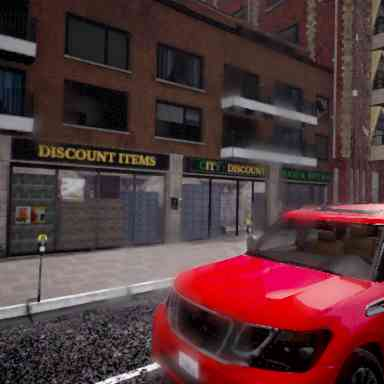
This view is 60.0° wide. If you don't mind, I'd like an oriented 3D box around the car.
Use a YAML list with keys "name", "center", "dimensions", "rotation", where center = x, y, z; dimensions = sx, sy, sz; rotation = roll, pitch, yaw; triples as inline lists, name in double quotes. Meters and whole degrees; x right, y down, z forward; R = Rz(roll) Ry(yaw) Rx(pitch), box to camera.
- name: "car"
  center: [2.221, 1.224, 4.641]
  dimensions: [5.566, 2.045, 2.150]
  rotation: [0, 0, -35]
